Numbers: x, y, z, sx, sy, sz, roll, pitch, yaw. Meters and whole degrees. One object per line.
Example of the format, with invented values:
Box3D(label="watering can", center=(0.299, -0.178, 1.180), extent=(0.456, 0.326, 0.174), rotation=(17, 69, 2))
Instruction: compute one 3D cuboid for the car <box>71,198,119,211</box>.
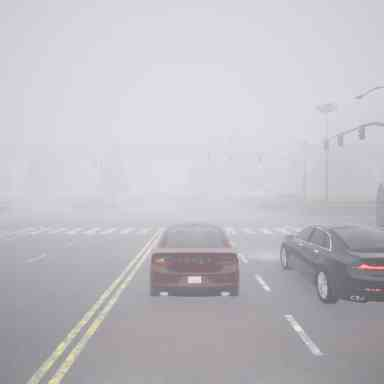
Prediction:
Box3D(label="car", center=(-11.581, 1.547, 40.244), extent=(5.357, 1.411, 2.033), rotation=(0, 0, 0))

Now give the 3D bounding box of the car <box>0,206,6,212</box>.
Box3D(label="car", center=(-21.533, 1.547, 33.080), extent=(5.357, 1.411, 2.033), rotation=(0, 0, 0))

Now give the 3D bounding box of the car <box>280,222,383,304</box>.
Box3D(label="car", center=(3.554, 1.505, 8.128), extent=(1.837, 1.490, 4.892), rotation=(0, 0, 0))

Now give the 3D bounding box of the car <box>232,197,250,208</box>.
Box3D(label="car", center=(8.139, 1.505, 47.173), extent=(4.892, 1.490, 1.837), rotation=(0, 0, 0))

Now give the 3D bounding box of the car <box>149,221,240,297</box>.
Box3D(label="car", center=(0.055, 1.478, 8.640), extent=(1.882, 1.535, 5.008), rotation=(0, 0, 0))

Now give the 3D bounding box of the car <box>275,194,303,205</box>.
Box3D(label="car", center=(11.749, 1.224, 43.659), extent=(5.566, 2.045, 2.150), rotation=(0, 0, 0))

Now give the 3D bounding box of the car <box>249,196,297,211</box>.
Box3D(label="car", center=(9.709, 1.525, 40.169), extent=(4.674, 1.442, 1.812), rotation=(0, 0, 0))

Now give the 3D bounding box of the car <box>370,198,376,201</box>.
Box3D(label="car", center=(24.457, 1.564, 40.119), extent=(4.181, 1.385, 1.994), rotation=(0, 0, 0))

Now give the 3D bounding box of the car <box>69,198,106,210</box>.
Box3D(label="car", center=(-13.684, 1.564, 43.752), extent=(4.181, 1.385, 1.994), rotation=(0, 0, 0))

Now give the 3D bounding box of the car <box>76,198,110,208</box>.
Box3D(label="car", center=(-14.032, 1.564, 47.253), extent=(4.181, 1.385, 1.994), rotation=(0, 0, 0))
